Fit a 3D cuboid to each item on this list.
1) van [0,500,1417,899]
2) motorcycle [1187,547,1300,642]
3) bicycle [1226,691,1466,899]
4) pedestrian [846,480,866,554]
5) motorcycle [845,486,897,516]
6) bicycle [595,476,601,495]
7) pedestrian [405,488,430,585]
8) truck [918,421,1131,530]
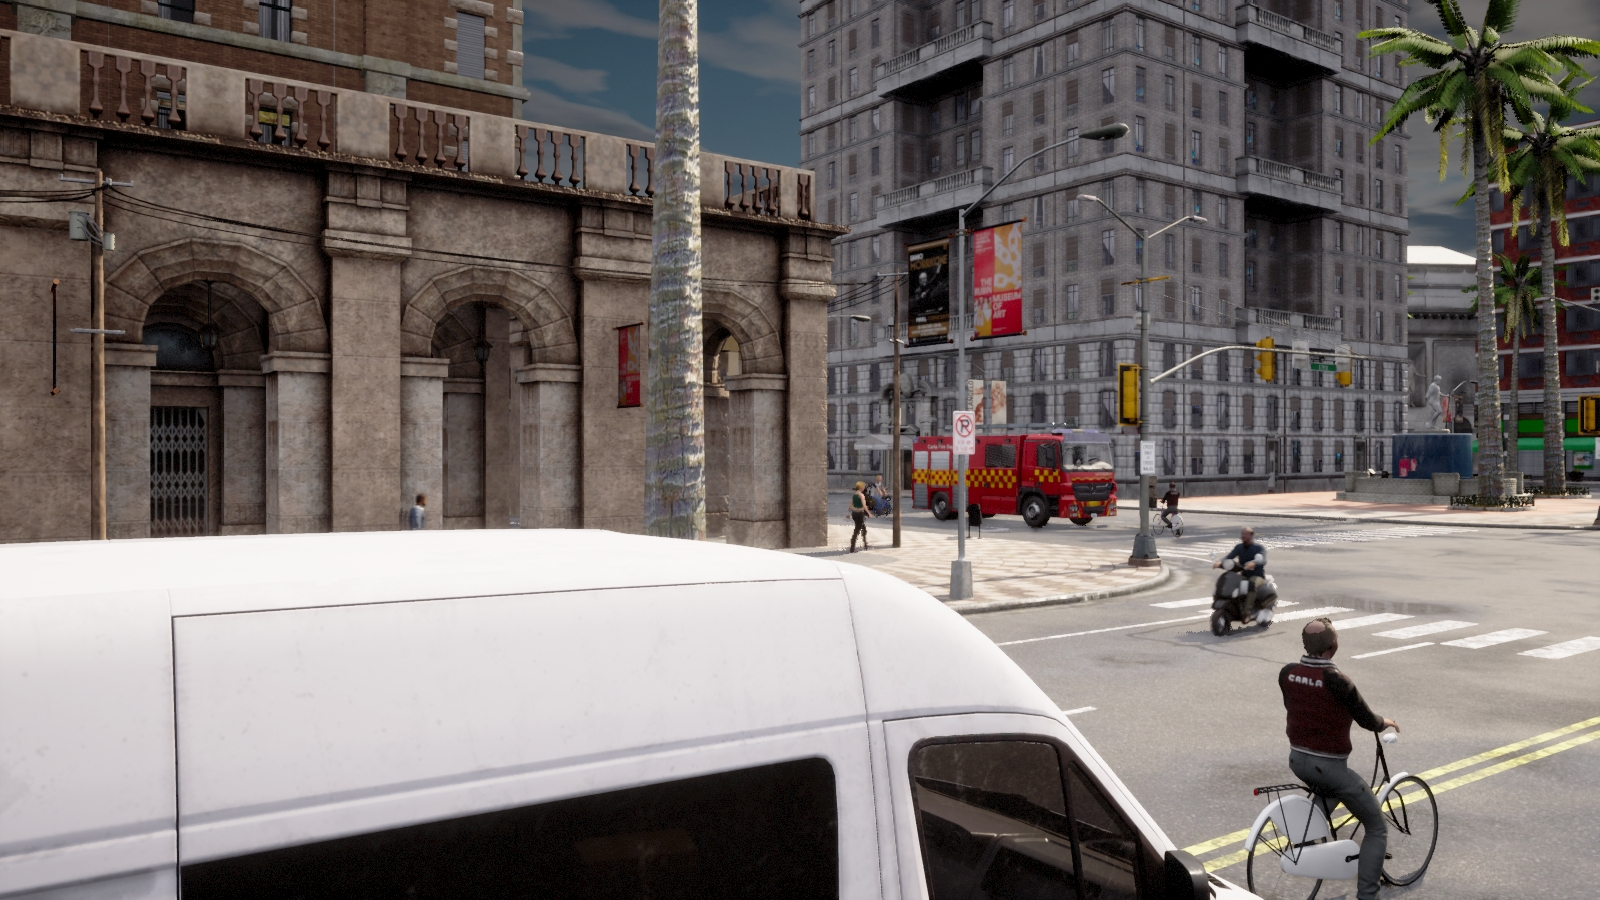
[{"bbox_3d":[-0.760,1.534,3.254,5.915,2.561,1.988,0,0,-35],"label":"van"},{"bbox_3d":[6.823,2.182,17.545,1.805,1.236,0.856,0,0,-40],"label":"motorcycle"},{"bbox_3d":[3.417,2.210,7.085,1.835,1.171,0.329,0,0,-29],"label":"bicycle"},{"bbox_3d":[1.431,1.698,29.141,0.375,1.860,0.375,0,0,-31],"label":"pedestrian"},{"bbox_3d":[3.065,2.205,49.743,2.209,1.251,0.867,0,0,44],"label":"motorcycle"},{"bbox_3d":[-12.612,2.210,71.312,0.329,1.171,1.835,0,0,-13],"label":"bicycle"},{"bbox_3d":[-7.540,1.696,22.521,0.375,1.860,0.375,0,0,-35],"label":"pedestrian"},{"bbox_3d":[8.452,0.890,44.320,2.891,3.827,8.468,0,0,-35],"label":"truck"}]
